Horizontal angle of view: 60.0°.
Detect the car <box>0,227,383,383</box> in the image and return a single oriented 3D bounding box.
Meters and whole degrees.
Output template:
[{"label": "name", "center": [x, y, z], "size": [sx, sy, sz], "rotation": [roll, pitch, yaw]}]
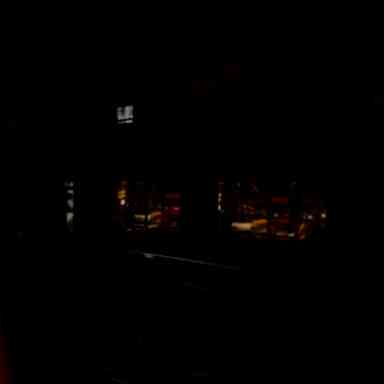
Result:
[{"label": "car", "center": [-0.651, 1.305, 3.271], "size": [5.009, 1.841, 2.192], "rotation": [0, 1, 35]}]
